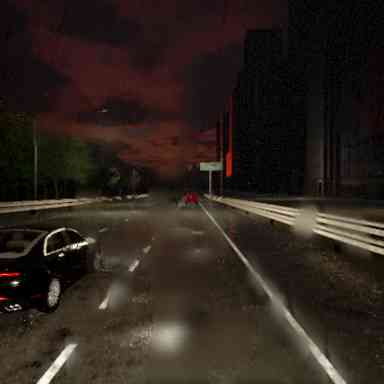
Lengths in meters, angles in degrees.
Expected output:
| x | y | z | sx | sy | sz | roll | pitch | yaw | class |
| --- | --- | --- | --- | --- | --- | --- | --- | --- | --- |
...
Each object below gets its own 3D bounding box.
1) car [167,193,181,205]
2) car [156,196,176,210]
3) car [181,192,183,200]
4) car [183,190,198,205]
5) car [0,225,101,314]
| x | y | z | sx | sy | sz | roll | pitch | yaw | class |
| --- | --- | --- | --- | --- | --- | --- | --- | --- | --- |
| -3.693 | 1.251 | 61.875 | 2.150 | 2.045 | 5.566 | 0 | 0 | 0 | car |
| -3.594 | 1.574 | 43.303 | 2.033 | 1.411 | 5.357 | 0 | 0 | 0 | car |
| -3.793 | 1.520 | 91.237 | 1.812 | 1.442 | 4.674 | 0 | 0 | 0 | car |
| -0.084 | 1.239 | 61.877 | 2.150 | 2.045 | 5.566 | 0 | -1 | -1 | car |
| -3.504 | 1.510 | 7.641 | 1.837 | 1.490 | 4.892 | 0 | 0 | 0 | car |
